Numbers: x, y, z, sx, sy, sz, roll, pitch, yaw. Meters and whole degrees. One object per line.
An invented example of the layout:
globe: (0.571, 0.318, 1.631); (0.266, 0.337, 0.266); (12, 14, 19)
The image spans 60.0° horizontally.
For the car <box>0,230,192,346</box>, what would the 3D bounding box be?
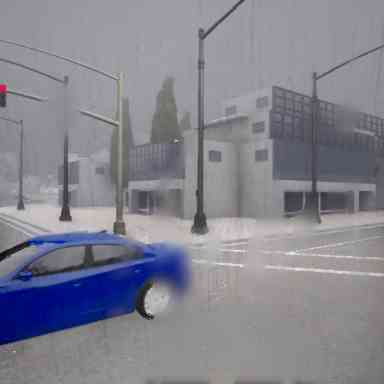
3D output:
car: (-2.309, 1.477, 5.702); (5.008, 1.535, 1.882); (0, 0, -37)
